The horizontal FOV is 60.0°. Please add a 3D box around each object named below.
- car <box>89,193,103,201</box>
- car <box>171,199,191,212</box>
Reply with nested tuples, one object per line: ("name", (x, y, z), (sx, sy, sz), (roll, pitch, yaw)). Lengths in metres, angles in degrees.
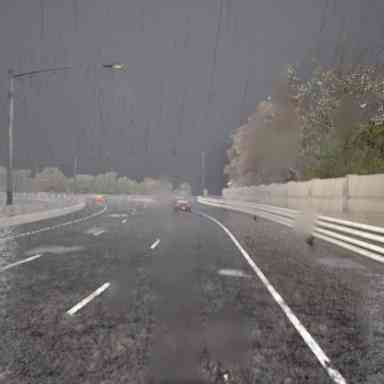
("car", (-21.152, 1.094, 73.235), (2.097, 1.767, 4.553), (1, 0, -32))
("car", (-1.264, 1.511, 37.634), (1.812, 1.442, 4.674), (1, 0, -9))
